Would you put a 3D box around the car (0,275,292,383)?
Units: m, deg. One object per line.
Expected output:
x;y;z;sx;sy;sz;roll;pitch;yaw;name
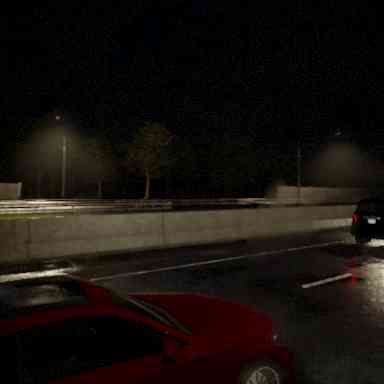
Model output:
-1.138;1.527;2.935;4.674;1.442;1.812;0;0;-35;car

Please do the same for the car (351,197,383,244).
9.256;1.257;14.645;5.566;2.045;2.150;0;0;-35;car
